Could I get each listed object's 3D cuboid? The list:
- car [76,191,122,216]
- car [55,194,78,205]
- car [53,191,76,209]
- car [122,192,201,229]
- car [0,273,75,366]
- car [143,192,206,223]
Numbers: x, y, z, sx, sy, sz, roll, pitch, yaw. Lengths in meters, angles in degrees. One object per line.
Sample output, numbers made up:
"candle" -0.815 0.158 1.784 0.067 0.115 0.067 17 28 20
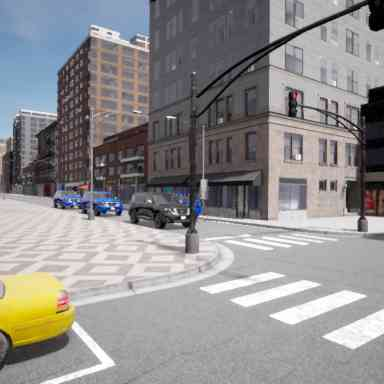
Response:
"car" -8.008 0.959 29.193 2.150 2.045 5.566 1 0 -35
"car" -19.065 1.045 50.356 2.128 1.511 4.902 1 0 -35
"car" -14.205 0.861 37.977 2.150 2.045 5.566 1 0 -35
"car" -2.064 1.052 20.784 2.150 2.045 5.566 1 0 -35
"car" -3.972 1.525 3.919 4.829 1.417 1.752 0 1 -36
"car" -1.518 1.055 25.577 2.150 2.045 5.566 1 0 -35
